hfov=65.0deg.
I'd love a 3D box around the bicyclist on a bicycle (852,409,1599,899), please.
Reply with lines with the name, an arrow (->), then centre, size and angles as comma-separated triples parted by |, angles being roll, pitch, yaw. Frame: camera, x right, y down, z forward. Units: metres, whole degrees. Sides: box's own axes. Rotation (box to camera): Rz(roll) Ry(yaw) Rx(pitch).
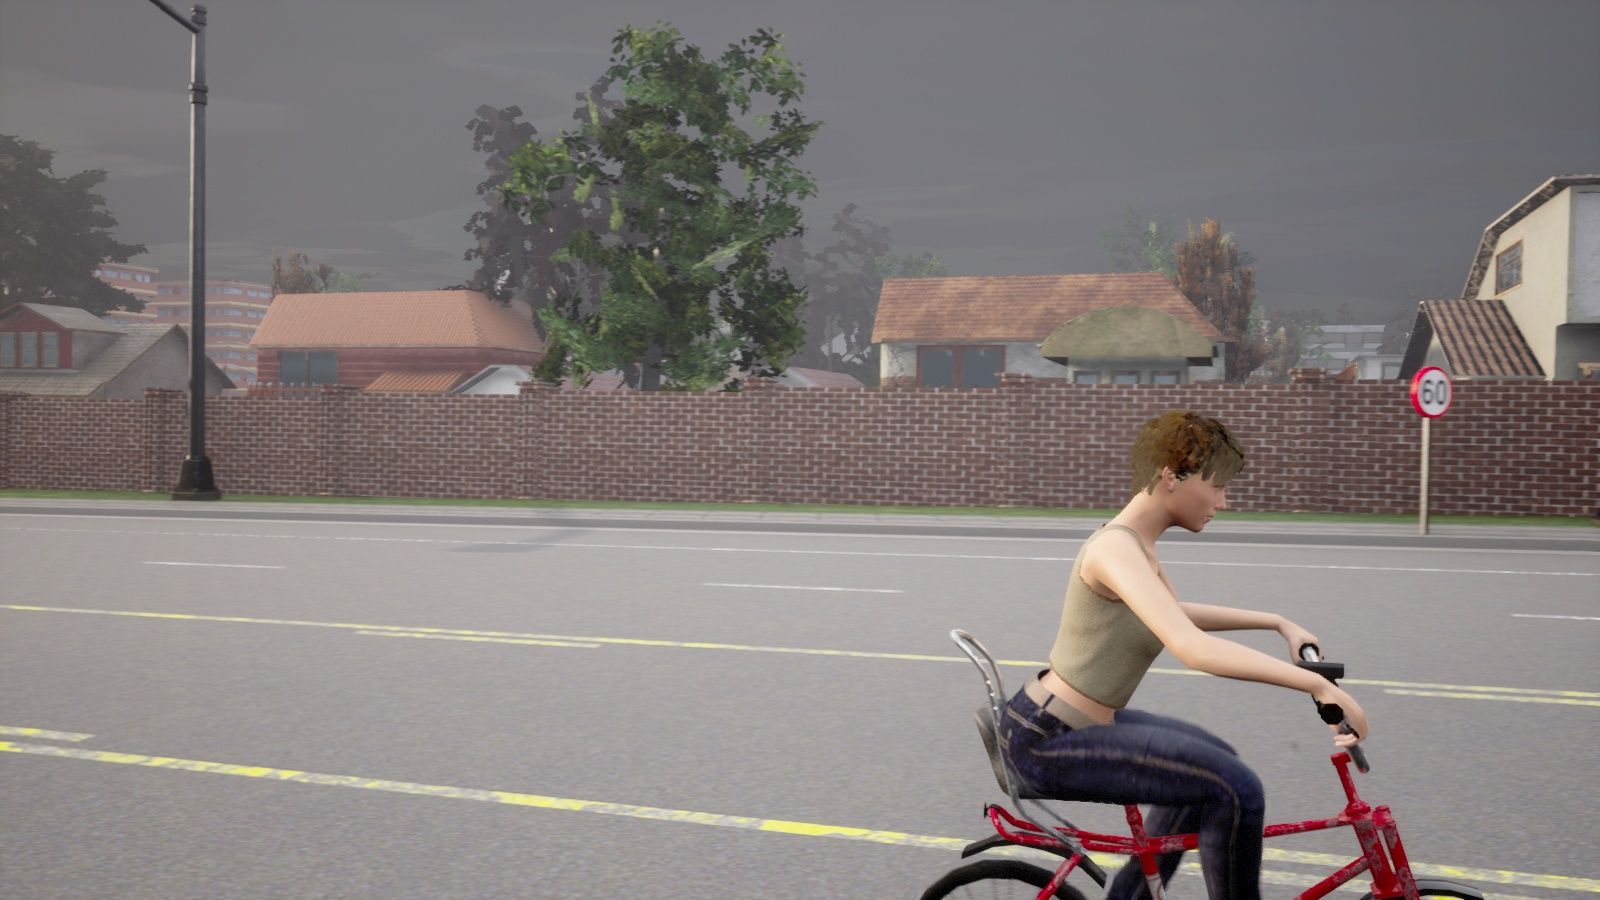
bicyclist on a bicycle -> 0.966, 0.721, 2.864 | 1.509, 1.612, 0.866 | 1, 1, 18
